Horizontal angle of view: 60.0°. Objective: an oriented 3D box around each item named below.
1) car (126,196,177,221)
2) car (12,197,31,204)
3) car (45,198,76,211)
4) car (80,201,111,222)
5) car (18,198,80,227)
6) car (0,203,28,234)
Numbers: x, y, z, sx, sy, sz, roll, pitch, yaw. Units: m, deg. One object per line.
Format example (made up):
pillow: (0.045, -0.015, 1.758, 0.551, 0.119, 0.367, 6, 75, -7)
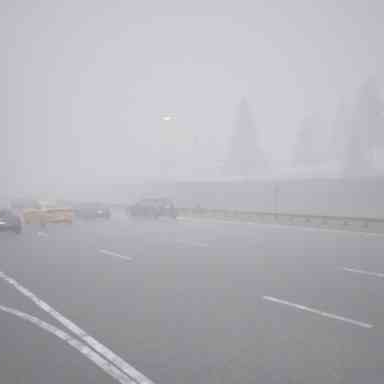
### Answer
car: (-3.161, 1.138, 25.277, 2.097, 1.767, 4.553, -1, 1, -42)
car: (-19.119, 1.344, 37.850, 2.128, 1.511, 4.902, -1, 1, -42)
car: (-15.532, 1.399, 39.093, 1.895, 1.301, 4.718, -1, 1, -42)
car: (-7.924, 1.406, 25.352, 1.994, 1.385, 4.181, -1, 1, -42)
car: (-9.491, 1.372, 21.855, 1.882, 1.535, 5.008, -1, 1, -42)
car: (-10.726, 1.510, 17.990, 1.994, 1.385, 4.181, -1, 1, -42)
